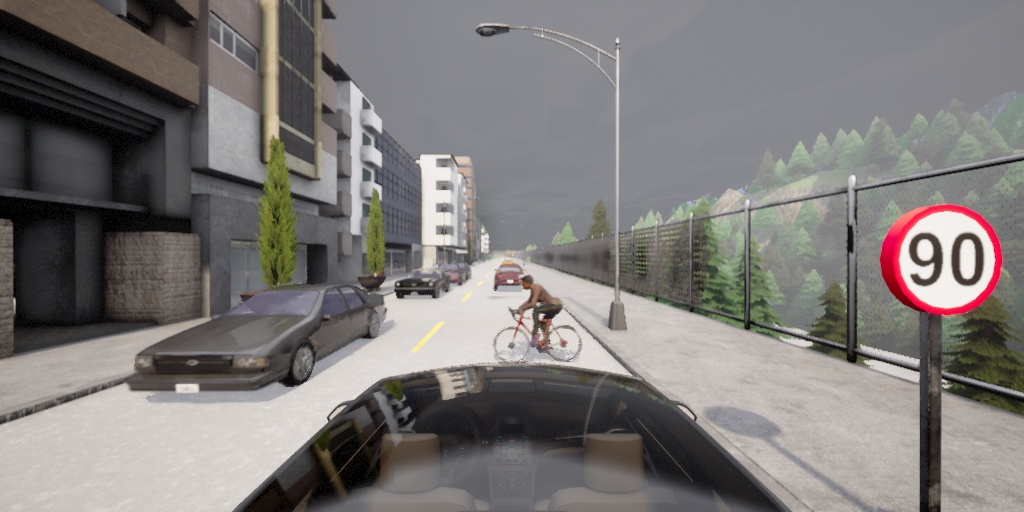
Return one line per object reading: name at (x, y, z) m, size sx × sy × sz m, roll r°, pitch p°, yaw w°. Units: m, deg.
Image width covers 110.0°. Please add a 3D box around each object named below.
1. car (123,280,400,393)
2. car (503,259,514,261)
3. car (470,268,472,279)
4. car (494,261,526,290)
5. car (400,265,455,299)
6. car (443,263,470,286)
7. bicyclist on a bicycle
car at (-4.153, 1.286, 7.209) m, size 2.033 × 1.411 × 5.357 m, roll 0°, pitch 0°, yaw -1°
car at (-0.440, 1.125, 47.023) m, size 1.882 × 1.535 × 5.008 m, roll 0°, pitch 0°, yaw -1°
car at (-4.376, 1.253, 28.868) m, size 1.994 × 1.385 × 4.181 m, roll 0°, pitch 0°, yaw 0°
car at (-0.132, 1.229, 22.007) m, size 1.812 × 1.442 × 4.674 m, roll 0°, pitch 0°, yaw -1°
car at (-4.276, 1.315, 17.813) m, size 1.895 × 1.301 × 4.718 m, roll 0°, pitch 0°, yaw 0°
car at (-4.264, 1.263, 24.574) m, size 1.994 × 1.385 × 4.181 m, roll 0°, pitch 0°, yaw -1°
bicyclist on a bicycle at (0.462, 1.173, 6.629) m, size 1.656 × 1.620 × 0.582 m, roll -2°, pitch 0°, yaw -1°
